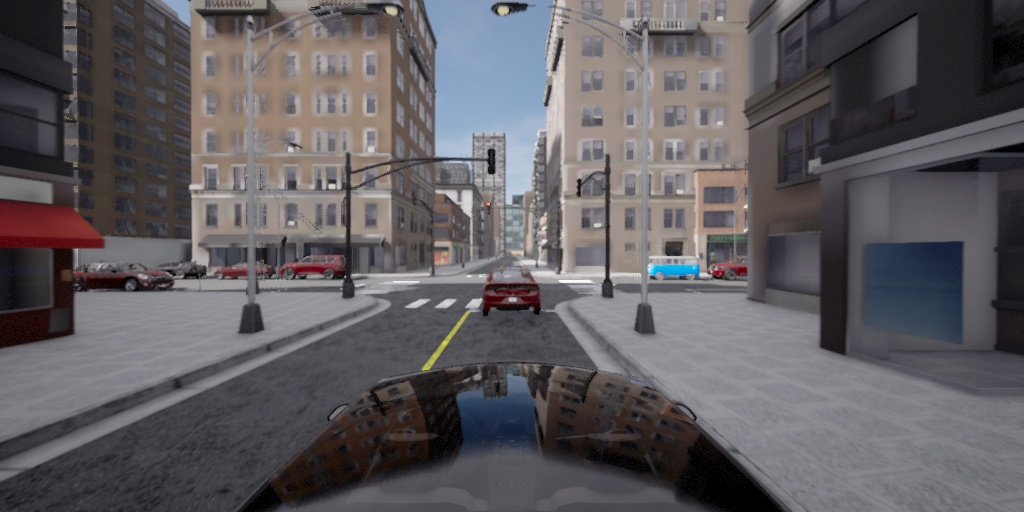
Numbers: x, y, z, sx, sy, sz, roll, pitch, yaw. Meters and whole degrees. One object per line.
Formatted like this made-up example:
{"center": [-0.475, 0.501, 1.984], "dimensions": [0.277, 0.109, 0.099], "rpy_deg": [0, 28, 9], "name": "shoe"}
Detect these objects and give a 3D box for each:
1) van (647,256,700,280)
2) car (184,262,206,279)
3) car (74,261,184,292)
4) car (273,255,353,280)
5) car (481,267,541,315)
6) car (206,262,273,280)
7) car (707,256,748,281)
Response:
{"center": [12.076, 0.903, 27.265], "dimensions": [3.998, 1.789, 1.690], "rpy_deg": [0, 0, 0], "name": "van"}
{"center": [-25.918, 1.091, 27.547], "dimensions": [4.313, 1.339, 1.948], "rpy_deg": [0, 0, 0], "name": "car"}
{"center": [-20.433, 1.040, 18.981], "dimensions": [4.097, 1.591, 1.967], "rpy_deg": [0, 0, 0], "name": "car"}
{"center": [-14.871, 0.851, 27.465], "dimensions": [5.009, 1.841, 2.192], "rpy_deg": [0, 0, 0], "name": "car"}
{"center": [-0.105, 1.135, 13.201], "dimensions": [1.882, 1.535, 5.008], "rpy_deg": [0, 0, -3], "name": "car"}
{"center": [-20.395, 1.113, 27.506], "dimensions": [4.207, 1.307, 1.802], "rpy_deg": [0, 0, 0], "name": "car"}
{"center": [17.672, 0.882, 27.223], "dimensions": [5.009, 1.841, 2.192], "rpy_deg": [0, 0, 0], "name": "car"}
